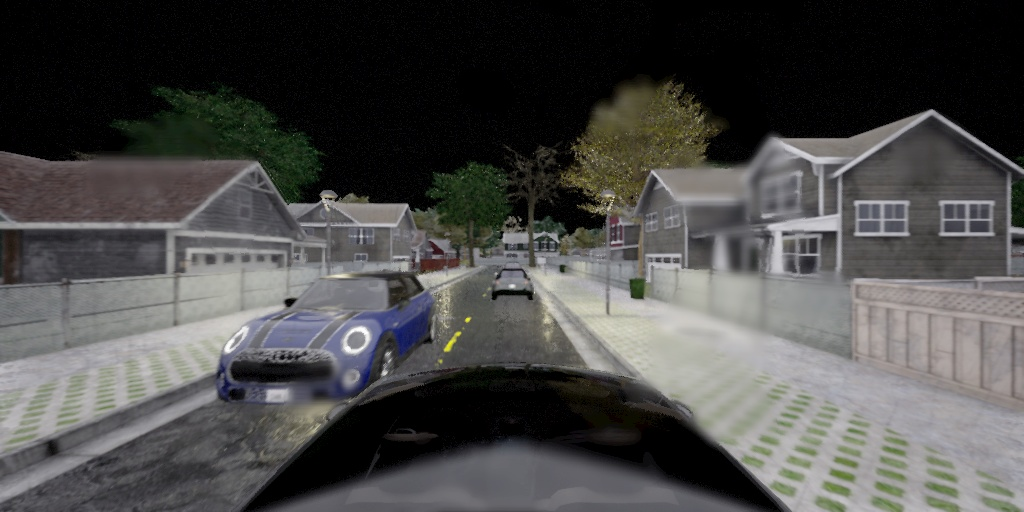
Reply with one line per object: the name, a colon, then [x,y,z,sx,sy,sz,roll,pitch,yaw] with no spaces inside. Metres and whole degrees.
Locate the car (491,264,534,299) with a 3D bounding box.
car: [0.037,1.296,17.913,1.994,1.385,4.181,0,0,1]

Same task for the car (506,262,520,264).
car: [0.076,1.261,34.990,2.033,1.411,5.357,0,0,0]

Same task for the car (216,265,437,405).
car: [-2.821,1.096,6.597,2.097,1.767,4.553,0,0,0]
